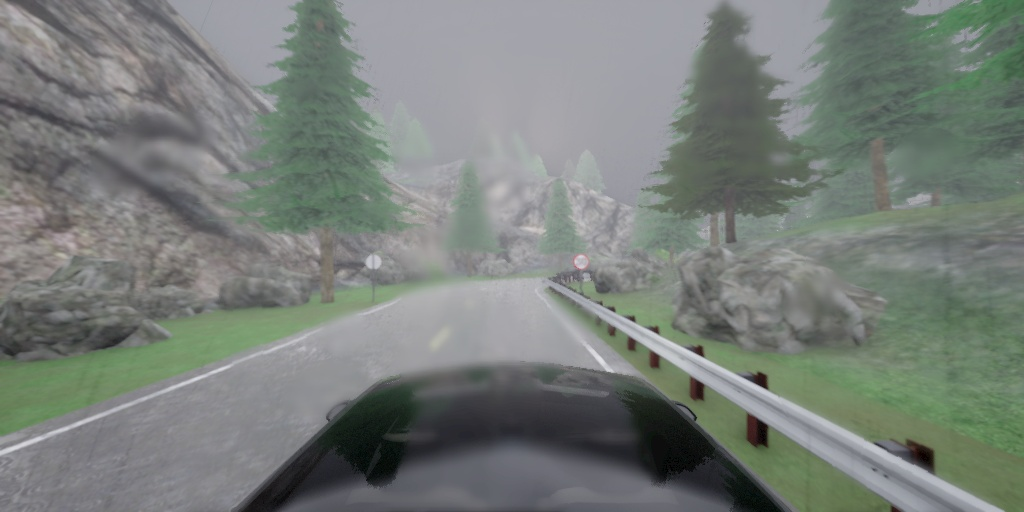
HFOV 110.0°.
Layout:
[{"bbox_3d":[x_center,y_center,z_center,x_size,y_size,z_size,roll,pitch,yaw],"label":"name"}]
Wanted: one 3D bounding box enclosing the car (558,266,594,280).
[{"bbox_3d":[6.794,1.650,35.262,4.718,1.301,1.895,0,-1,-40],"label":"car"}]
